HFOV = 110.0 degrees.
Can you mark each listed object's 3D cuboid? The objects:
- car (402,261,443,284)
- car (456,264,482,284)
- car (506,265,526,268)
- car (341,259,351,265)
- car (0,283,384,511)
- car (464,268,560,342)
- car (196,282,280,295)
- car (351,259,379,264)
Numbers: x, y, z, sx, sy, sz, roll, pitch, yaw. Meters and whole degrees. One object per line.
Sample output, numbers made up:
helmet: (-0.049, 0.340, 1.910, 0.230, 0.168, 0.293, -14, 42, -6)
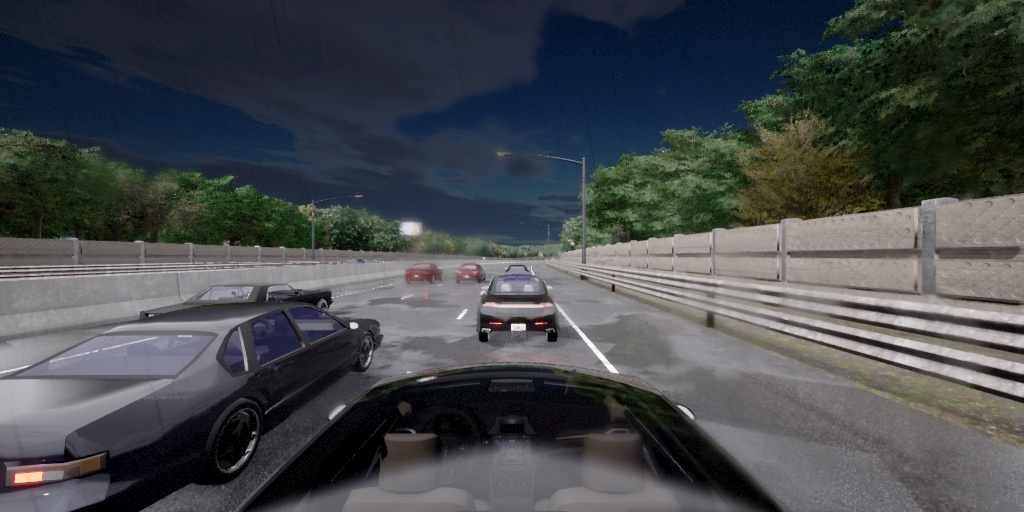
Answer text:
car: (-6.584, 1.246, 27.383, 1.882, 1.535, 5.008, 0, 0, 1)
car: (-3.092, 1.295, 27.375, 1.812, 1.442, 4.674, 0, 0, 1)
car: (0.405, 1.334, 26.762, 1.994, 1.385, 4.181, 0, 0, 1)
car: (-23.398, 1.192, 52.998, 2.097, 1.767, 4.553, 0, 0, 3)
car: (-3.375, 1.297, 4.545, 2.033, 1.411, 5.357, 0, 0, -1)
car: (0.147, 1.244, 9.749, 2.128, 1.511, 4.902, 0, 0, 0)
car: (-6.856, 1.352, 9.763, 1.895, 1.301, 4.718, 0, 0, 0)
car: (-20.028, 1.323, 50.229, 2.128, 1.511, 4.902, 0, 0, 3)
